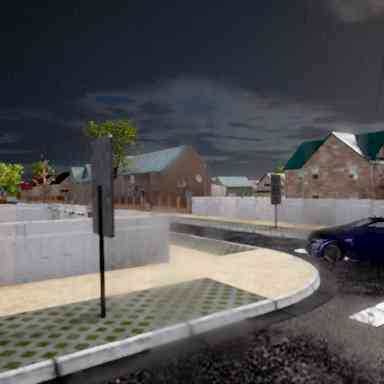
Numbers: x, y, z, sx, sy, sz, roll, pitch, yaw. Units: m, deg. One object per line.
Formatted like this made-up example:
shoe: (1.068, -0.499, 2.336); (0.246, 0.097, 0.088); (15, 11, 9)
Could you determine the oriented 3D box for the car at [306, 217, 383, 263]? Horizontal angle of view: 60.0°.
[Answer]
car: (6.016, 1.562, 11.064); (4.181, 1.385, 1.994); (-1, 1, 17)
